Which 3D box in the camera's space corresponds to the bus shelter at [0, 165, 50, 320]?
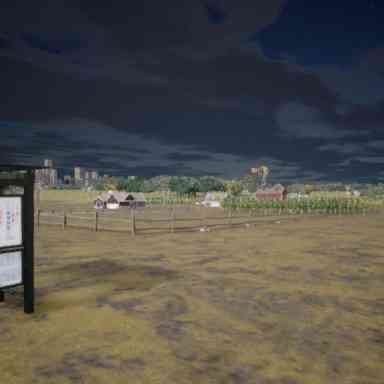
[{"bbox_3d":[-4.975,0.889,6.998,3.880,2.740,1.920,0,0,36],"label":"bus shelter"}]
